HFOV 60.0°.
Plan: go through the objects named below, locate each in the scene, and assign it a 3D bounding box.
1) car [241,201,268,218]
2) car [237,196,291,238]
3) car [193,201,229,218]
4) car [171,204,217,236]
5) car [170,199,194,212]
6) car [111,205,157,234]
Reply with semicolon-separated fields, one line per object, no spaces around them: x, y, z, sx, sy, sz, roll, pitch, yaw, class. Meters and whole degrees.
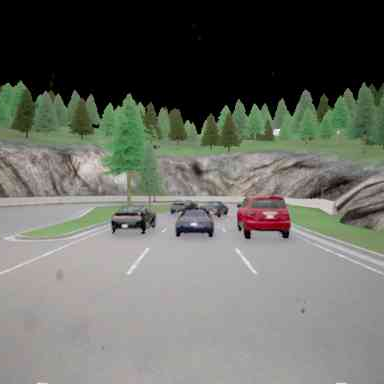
5.887;1.601;30.885;1.895;1.301;4.718;0;0;17;car
3.668;1.219;17.709;2.150;2.045;5.566;0;0;3;car
2.070;1.548;30.367;2.033;1.411;5.357;0;0;17;car
0.217;1.563;18.405;1.994;1.385;4.181;0;0;3;car
-0.656;1.492;33.420;2.128;1.511;4.902;0;0;17;car
-3.237;1.492;19.211;2.128;1.511;4.902;0;0;3;car
